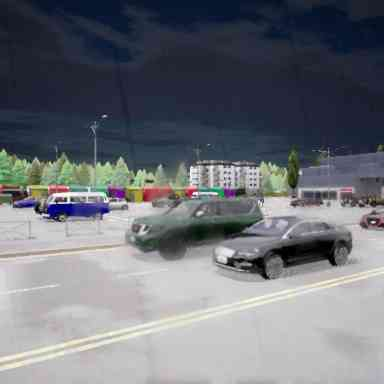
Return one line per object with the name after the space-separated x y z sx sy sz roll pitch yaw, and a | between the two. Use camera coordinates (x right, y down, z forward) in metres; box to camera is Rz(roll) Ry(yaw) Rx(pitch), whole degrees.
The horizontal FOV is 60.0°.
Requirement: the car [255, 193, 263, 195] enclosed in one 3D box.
12.203 1.156 63.846 3.866 1.878 1.905 0 0 -33 | car

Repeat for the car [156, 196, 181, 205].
-4.014 1.364 56.775 3.905 1.438 1.784 0 0 -33 | car

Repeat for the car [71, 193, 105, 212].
-12.121 1.153 41.464 4.605 1.855 1.932 0 0 -33 | car

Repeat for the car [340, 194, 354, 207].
22.897 1.156 47.392 3.866 1.878 1.905 0 0 -33 | car

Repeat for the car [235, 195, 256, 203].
10.639 1.395 66.282 3.806 1.475 1.970 0 0 -33 | car

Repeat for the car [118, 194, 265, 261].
0.351 1.224 12.572 5.566 2.045 2.150 0 0 -33 | car

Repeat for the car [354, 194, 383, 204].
24.424 1.153 44.933 4.605 1.855 1.932 0 0 -33 | car

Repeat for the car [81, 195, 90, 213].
-10.621 1.364 39.239 3.905 1.438 1.784 0 0 -33 | car

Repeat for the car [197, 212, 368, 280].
2.840 1.492 10.020 4.902 1.511 2.128 0 0 -33 | car

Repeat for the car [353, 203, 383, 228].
12.119 1.564 20.242 4.181 1.385 1.994 0 0 -33 | car

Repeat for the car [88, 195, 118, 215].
-9.048 1.395 36.808 3.806 1.475 1.970 0 0 -33 | car

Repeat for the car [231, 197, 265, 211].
6.764 1.395 40.172 3.806 1.475 1.970 0 0 -33 | car
